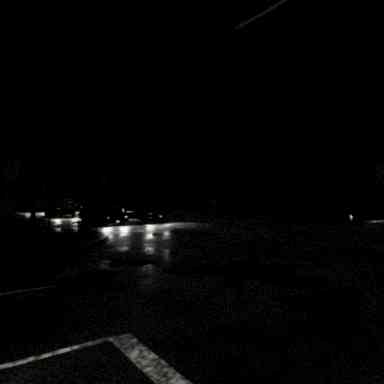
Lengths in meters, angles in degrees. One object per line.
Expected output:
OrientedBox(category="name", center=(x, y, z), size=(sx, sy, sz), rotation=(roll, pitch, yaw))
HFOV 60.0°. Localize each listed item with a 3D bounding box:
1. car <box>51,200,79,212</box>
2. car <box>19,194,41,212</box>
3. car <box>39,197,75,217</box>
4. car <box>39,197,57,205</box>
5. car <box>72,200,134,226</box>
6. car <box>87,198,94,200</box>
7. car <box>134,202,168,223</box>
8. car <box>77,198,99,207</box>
OrientedBox(category="car", center=(-15.875, 1.659, 41.492), size=(1.895, 1.301, 4.718), rotation=(0, 0, -39))
OrientedBox(category="car", center=(-19.298, 1.261, 40.171), size=(2.150, 2.045, 5.566), rotation=(0, 0, -38))
OrientedBox(category="car", center=(-12.760, 1.520, 32.015), size=(1.882, 1.535, 5.008), rotation=(0, 0, -39))
OrientedBox(category="car", center=(-26.007, 1.671, 59.910), size=(1.895, 1.301, 4.718), rotation=(0, 0, -38))
OrientedBox(category="car", center=(-6.621, 1.593, 24.371), size=(2.033, 1.411, 5.357), rotation=(0, 0, -39))
OrientedBox(category="car", center=(-9.696, 1.553, 33.791), size=(2.128, 1.511, 4.902), rotation=(0, 0, -39))
OrientedBox(category="car", center=(-3.804, 1.569, 26.454), size=(1.837, 1.490, 4.892), rotation=(0, 0, -39))
OrientedBox(category="car", center=(-17.162, 1.694, 54.592), size=(1.895, 1.301, 4.718), rotation=(0, 0, -39))
